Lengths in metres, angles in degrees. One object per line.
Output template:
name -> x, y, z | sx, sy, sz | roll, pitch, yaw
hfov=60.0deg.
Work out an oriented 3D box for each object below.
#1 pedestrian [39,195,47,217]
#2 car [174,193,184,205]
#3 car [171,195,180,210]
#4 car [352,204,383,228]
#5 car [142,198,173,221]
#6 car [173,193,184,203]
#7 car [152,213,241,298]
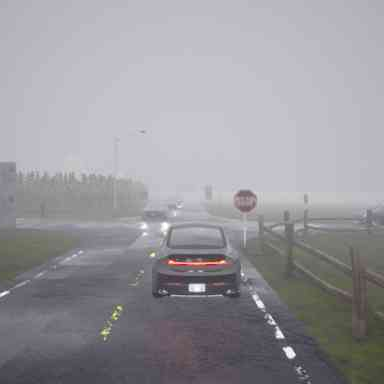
pedestrian -> -12.217, 1.140, 27.268 | 0.375, 1.860, 0.375 | 0, -2, 0
car -> -2.912, 1.361, 57.442 | 2.097, 1.767, 4.553 | 0, 0, 0
car -> -2.919, 1.485, 42.382 | 1.882, 1.535, 5.008 | 0, 0, 0
car -> 14.277, 1.650, 24.365 | 4.553, 1.767, 2.097 | 1, -1, 0
car -> -2.893, 1.475, 27.242 | 1.882, 1.535, 5.008 | 0, -1, 0
car -> -2.876, 1.146, 71.278 | 2.150, 2.045, 5.566 | 0, 0, 0
car -> 0.087, 1.506, 8.505 | 1.837, 1.490, 4.892 | 0, 0, 0
